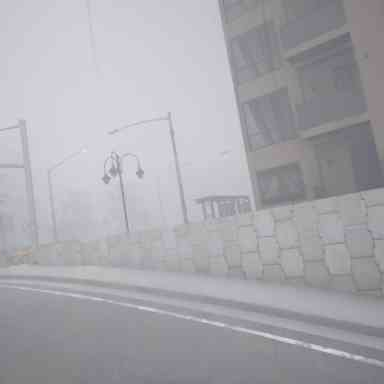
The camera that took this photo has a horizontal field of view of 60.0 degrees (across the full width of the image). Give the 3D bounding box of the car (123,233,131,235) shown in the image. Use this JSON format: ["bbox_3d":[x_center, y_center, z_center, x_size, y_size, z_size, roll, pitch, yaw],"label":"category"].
[{"bbox_3d":[-7.603,5.456,37.832,1.895,1.301,4.718,-14,-8,36],"label":"car"}]

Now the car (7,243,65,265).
[{"bbox_3d":[-13.692,5.364,29.565,1.882,1.535,5.008,-14,-8,35],"label":"car"}]
